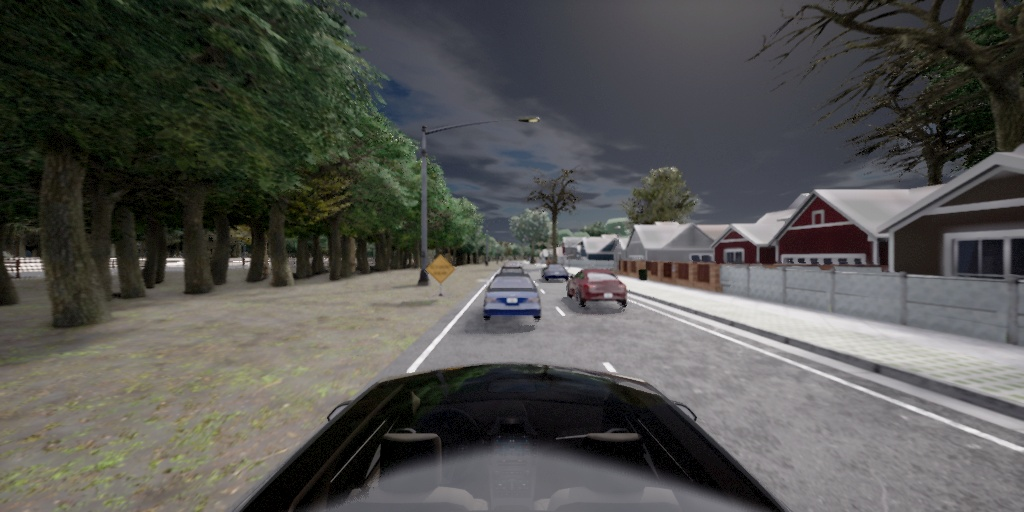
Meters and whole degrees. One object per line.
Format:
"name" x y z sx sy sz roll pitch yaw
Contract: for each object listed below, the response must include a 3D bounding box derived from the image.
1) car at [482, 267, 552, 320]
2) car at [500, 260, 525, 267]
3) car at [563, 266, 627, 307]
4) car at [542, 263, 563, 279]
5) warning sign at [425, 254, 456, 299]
"car" 0.009 1.287 12.550 2.033 1.411 5.357 0 0 0
"car" 0.002 1.216 29.694 2.128 1.511 4.902 0 0 0
"car" 3.530 1.263 15.374 1.812 1.442 4.674 0 0 0
"car" 3.503 1.289 29.809 1.994 1.385 4.181 0 0 0
"warning sign" -3.072 0.852 15.479 1.300 1.860 1.060 0 0 0
